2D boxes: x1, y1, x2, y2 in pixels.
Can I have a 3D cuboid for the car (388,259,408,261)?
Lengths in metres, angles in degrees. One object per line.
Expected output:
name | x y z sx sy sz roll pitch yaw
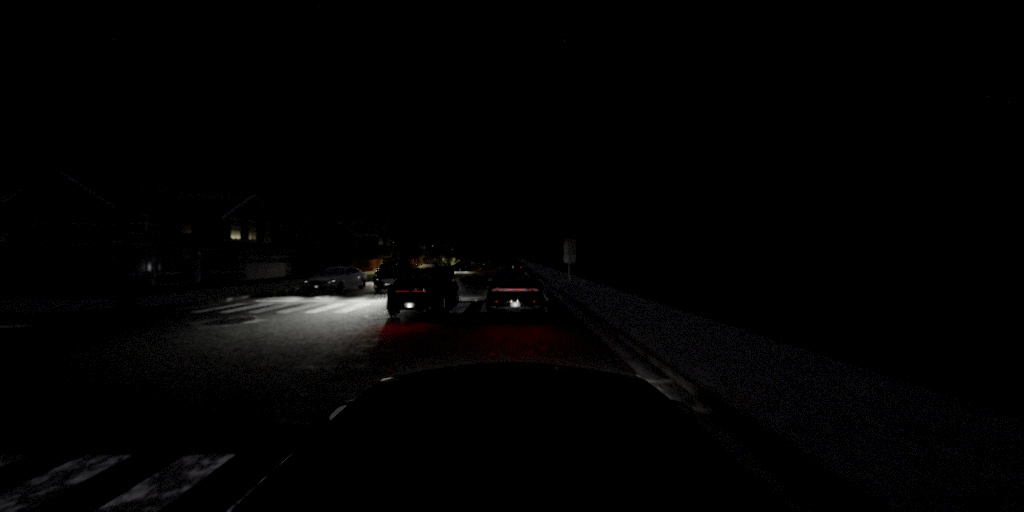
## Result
car | -9.843 1.094 30.261 2.097 1.767 4.553 0 0 0

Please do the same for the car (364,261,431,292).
car | -6.597 1.239 21.297 2.128 1.511 4.902 0 0 0

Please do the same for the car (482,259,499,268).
car | -3.253 1.259 51.495 1.812 1.442 4.674 0 0 0

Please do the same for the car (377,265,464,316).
car | -3.152 1.256 13.435 1.837 1.490 4.892 0 0 0

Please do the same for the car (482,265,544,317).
car | 0.100 1.242 13.221 2.128 1.511 4.902 0 0 0

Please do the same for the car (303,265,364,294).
car | -9.836 1.273 20.345 1.812 1.442 4.674 0 0 0

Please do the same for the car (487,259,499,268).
car | -3.253 1.254 61.500 1.812 1.442 4.674 0 0 0

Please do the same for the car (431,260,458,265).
car | -6.595 1.342 33.553 1.895 1.301 4.718 0 0 0

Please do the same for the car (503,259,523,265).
car | 0.100 1.092 36.985 2.097 1.767 4.553 0 0 0

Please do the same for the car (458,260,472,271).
car | -6.549 1.281 48.138 2.033 1.411 5.357 0 0 1
